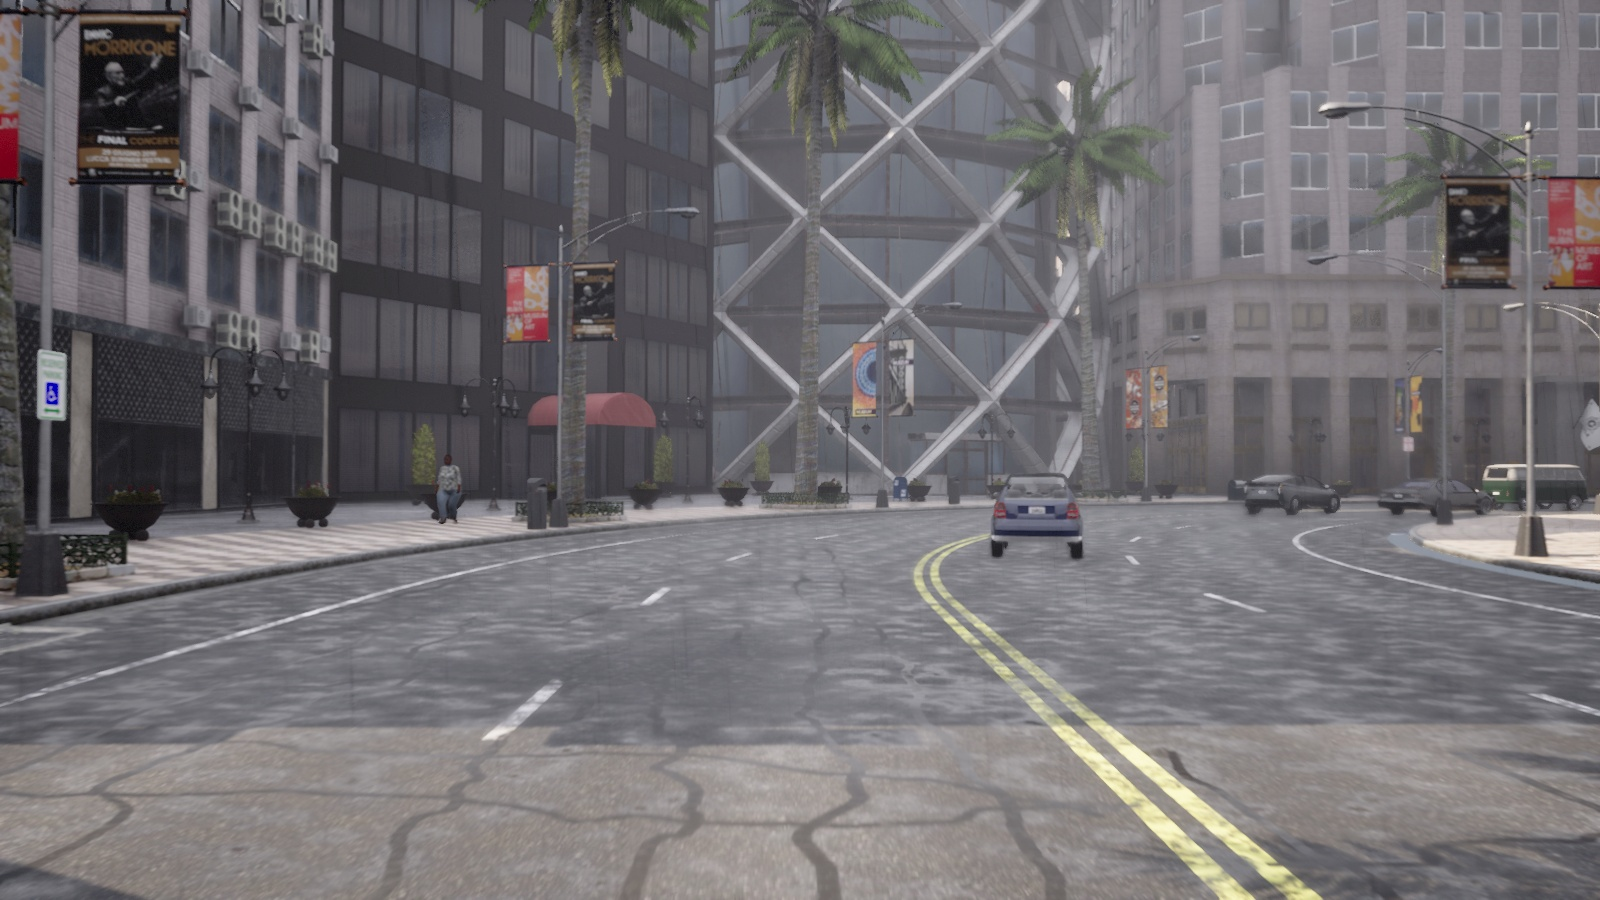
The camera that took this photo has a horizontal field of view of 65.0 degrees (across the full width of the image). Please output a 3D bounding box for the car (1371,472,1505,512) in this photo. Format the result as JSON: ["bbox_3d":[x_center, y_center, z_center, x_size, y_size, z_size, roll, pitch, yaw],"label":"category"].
[{"bbox_3d":[23.973,1.555,47.144,5.357,1.411,2.033,0,-1,-33],"label":"car"}]

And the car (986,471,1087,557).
[{"bbox_3d":[4.653,1.187,24.614,1.789,1.549,3.705,-1,-1,11],"label":"car"}]

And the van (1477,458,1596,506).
[{"bbox_3d":[31.611,1.343,53.886,4.442,1.987,1.775,0,-1,-15],"label":"van"}]

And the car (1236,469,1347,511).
[{"bbox_3d":[18.729,1.486,47.748,4.514,1.525,2.007,1,-1,-40],"label":"car"}]

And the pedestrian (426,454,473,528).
[{"bbox_3d":[-8.998,1.047,32.256,0.874,1.855,0.900,0,-1,10],"label":"pedestrian"}]
